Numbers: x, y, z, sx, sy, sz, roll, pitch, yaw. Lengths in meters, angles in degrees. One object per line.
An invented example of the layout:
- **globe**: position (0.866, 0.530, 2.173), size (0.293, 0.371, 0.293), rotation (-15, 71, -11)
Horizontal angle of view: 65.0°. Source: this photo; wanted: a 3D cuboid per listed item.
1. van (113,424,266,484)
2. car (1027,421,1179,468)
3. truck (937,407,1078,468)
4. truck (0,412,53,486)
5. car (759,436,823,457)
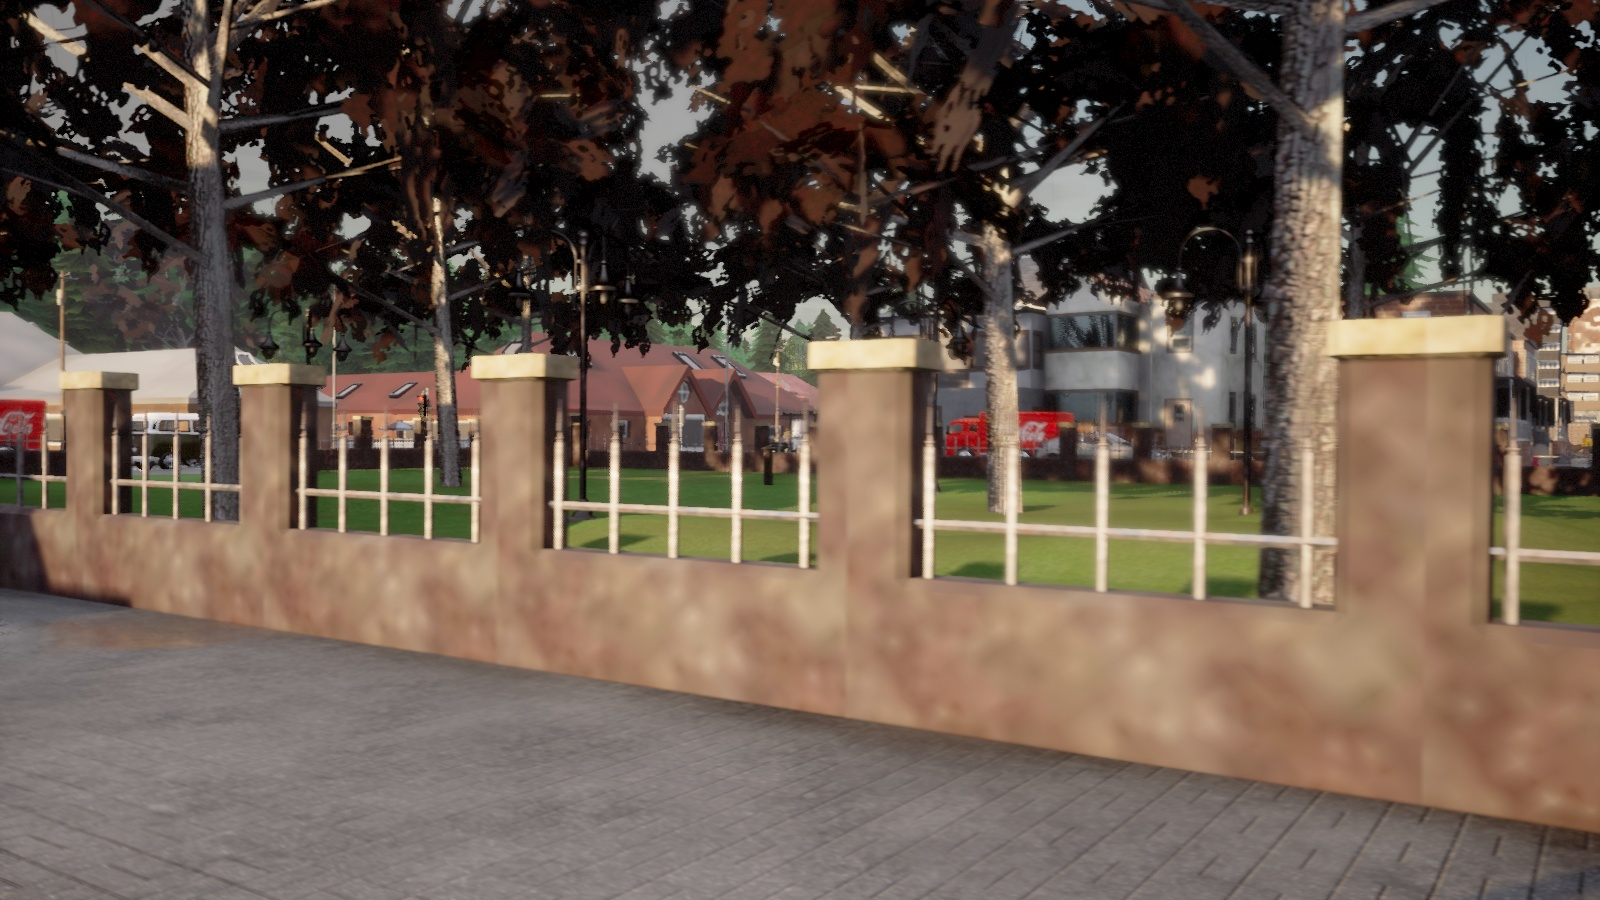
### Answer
- **van**: position (-21.808, 0.099, 45.014), size (2.069, 2.038, 4.480), rotation (0, 1, 32)
- **car**: position (11.138, -0.200, 46.296), size (5.027, 1.651, 2.152), rotation (0, 1, 31)
- **truck**: position (8.725, -0.523, 52.822), size (5.204, 2.467, 2.627), rotation (0, 1, 33)
- **truck**: position (-28.336, -0.004, 41.889), size (2.627, 2.467, 5.204), rotation (0, 1, 34)
- **car**: position (-0.563, -0.246, 84.239), size (1.895, 1.301, 4.718), rotation (0, 1, 34)
